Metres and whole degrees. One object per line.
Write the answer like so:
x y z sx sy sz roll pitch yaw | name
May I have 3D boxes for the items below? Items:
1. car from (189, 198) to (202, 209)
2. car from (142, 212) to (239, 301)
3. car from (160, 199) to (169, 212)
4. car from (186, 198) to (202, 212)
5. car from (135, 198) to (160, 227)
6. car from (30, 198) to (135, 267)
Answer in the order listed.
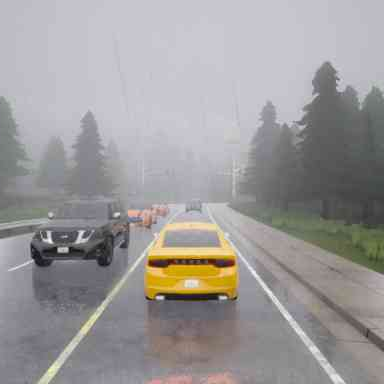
0.607 1.659 49.405 1.837 1.490 4.892 0 0 2 | car
-0.011 1.498 8.451 1.882 1.535 5.008 0 0 0 | car
-3.450 1.451 32.473 2.097 1.767 4.553 0 0 1 | car
0.224 1.668 39.012 2.033 1.411 5.357 0 0 2 | car
-3.589 1.417 22.222 2.097 1.767 4.553 0 0 0 | car
-3.628 1.253 11.928 2.150 2.045 5.566 0 0 -2 | car
